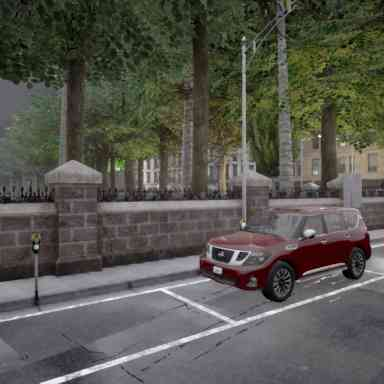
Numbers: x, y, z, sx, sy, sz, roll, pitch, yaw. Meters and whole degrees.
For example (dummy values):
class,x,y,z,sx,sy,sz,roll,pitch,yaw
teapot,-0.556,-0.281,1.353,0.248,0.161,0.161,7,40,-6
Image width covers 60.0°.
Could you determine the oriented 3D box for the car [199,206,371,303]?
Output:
class,x,y,z,sx,sy,sz,roll,pitch,yaw
car,2.569,1.314,8.423,5.009,1.841,2.192,0,0,-36
